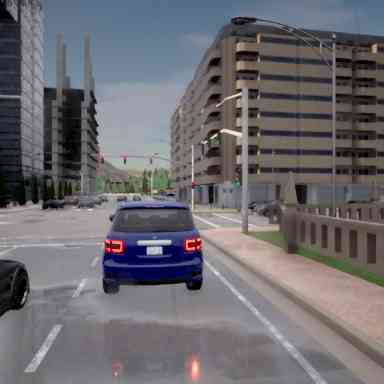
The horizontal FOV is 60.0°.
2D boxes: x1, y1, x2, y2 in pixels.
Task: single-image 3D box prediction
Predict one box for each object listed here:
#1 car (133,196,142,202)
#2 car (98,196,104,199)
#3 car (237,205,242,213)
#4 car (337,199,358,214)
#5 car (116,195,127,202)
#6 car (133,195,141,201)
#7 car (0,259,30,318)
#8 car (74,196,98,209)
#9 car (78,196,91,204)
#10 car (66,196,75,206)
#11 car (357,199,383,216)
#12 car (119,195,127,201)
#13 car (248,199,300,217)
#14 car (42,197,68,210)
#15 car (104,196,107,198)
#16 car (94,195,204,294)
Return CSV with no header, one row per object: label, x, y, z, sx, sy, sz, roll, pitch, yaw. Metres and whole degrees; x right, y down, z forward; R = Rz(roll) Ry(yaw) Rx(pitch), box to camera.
car,-12.772,1.548,77.356,1.994,1.385,4.181,0,0,-10
car,-16.232,1.526,55.650,1.812,1.442,4.674,0,0,-10
car,7.060,1.560,34.478,4.892,1.490,1.837,0,0,-10
car,18.002,1.559,36.415,4.892,1.490,1.837,0,0,-10
car,-16.202,1.524,76.651,2.128,1.511,4.902,0,0,-10
car,-14.472,1.535,87.273,2.033,1.411,5.357,0,0,-10
car,-4.092,1.564,5.077,1.994,1.385,4.181,0,0,-7
car,-14.646,1.505,46.338,1.837,1.490,4.892,0,0,-10
car,-21.591,1.524,66.657,1.812,1.442,4.674,0,0,-10
car,-19.267,1.352,52.594,2.097,1.767,4.553,0,0,-10
car,19.227,1.619,33.076,4.181,1.385,1.994,0,0,-10
car,-17.922,1.548,86.681,1.994,1.385,4.181,0,0,-10
car,8.029,1.407,31.095,4.553,1.767,2.097,0,0,-10
car,-17.459,1.601,42.000,1.895,1.301,4.718,0,0,-10
car,-18.356,1.553,68.504,1.994,1.385,4.181,0,0,-10
car,-1.088,1.221,9.059,2.150,2.045,5.566,0,0,-8
